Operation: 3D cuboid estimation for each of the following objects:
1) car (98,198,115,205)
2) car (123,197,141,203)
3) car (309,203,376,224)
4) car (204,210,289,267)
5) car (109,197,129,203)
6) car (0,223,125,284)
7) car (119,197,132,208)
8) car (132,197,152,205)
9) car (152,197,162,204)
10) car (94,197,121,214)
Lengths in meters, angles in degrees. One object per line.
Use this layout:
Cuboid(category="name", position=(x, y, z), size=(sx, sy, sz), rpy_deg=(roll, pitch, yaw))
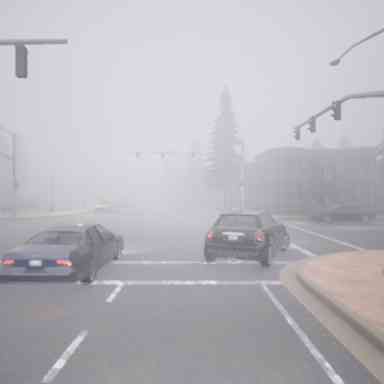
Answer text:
Cuboid(category="car", position=(-18.182, 1.953, 70.291), size=(1.837, 1.490, 4.892), rpy_deg=(0, 0, -35))
Cuboid(category="car", position=(-14.832, 1.982, 82.376), size=(4.718, 1.301, 1.895), rpy_deg=(0, -1, 43))
Cuboid(category="car", position=(11.612, 1.673, 25.852), size=(4.892, 1.490, 1.837), rpy_deg=(0, 0, 0))
Cuboid(category="car", position=(2.137, 1.431, 12.092), size=(2.097, 1.767, 4.553), rpy_deg=(0, 0, 24))
Cuboid(category="car", position=(-17.607, 1.940, 80.190), size=(4.902, 1.511, 2.128), rpy_deg=(0, -1, 43))
Cuboid(category="car", position=(-3.391, 1.612, 9.753), size=(2.033, 1.411, 5.357), rpy_deg=(0, 0, 0))
Cuboid(category="car", position=(-11.777, 1.720, 56.515), size=(2.097, 1.767, 4.553), rpy_deg=(0, 0, -15))
Cuboid(category="car", position=(-11.095, 2.066, 72.369), size=(1.895, 1.301, 4.718), rpy_deg=(0, 0, -35))
Cuboid(category="car", position=(-8.391, 1.986, 74.618), size=(1.837, 1.490, 4.892), rpy_deg=(0, 0, -35))
Cuboid(category="car", position=(-10.248, 1.736, 39.645), size=(1.882, 1.535, 5.008), rpy_deg=(0, 0, -1))
